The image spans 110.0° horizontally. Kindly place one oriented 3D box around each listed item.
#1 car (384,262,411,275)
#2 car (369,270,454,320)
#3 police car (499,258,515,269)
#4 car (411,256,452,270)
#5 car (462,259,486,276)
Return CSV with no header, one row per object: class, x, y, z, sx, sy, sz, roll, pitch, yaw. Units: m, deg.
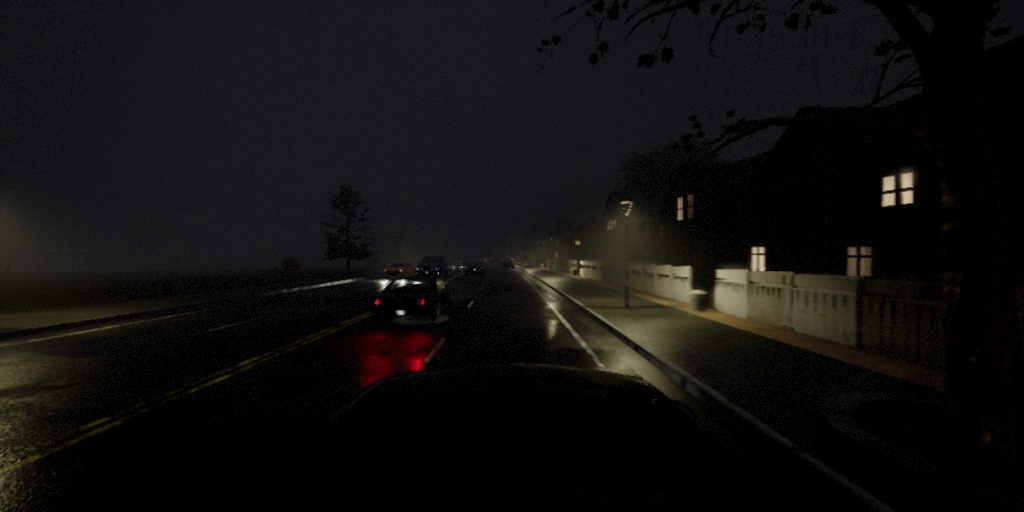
car,-10.378,1.261,33.449,1.882,1.535,5.008,0,0,-2
car,-3.230,1.357,12.590,1.895,1.301,4.718,0,0,-1
police car,-0.596,1.200,55.933,1.930,1.638,5.238,0,0,-3
car,-7.090,0.994,32.227,2.150,2.045,5.566,0,0,-2
car,-3.878,1.334,38.379,1.994,1.385,4.181,0,0,-2
